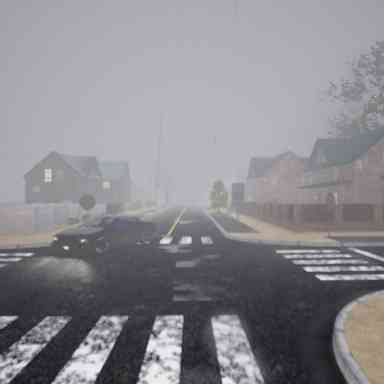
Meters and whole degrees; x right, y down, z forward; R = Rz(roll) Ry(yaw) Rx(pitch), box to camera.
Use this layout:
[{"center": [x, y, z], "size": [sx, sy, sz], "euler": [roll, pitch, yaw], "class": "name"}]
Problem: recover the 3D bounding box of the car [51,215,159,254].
[{"center": [-3.523, 1.727, 14.795], "size": [2.033, 1.411, 5.357], "euler": [0, -1, 26], "class": "car"}]
